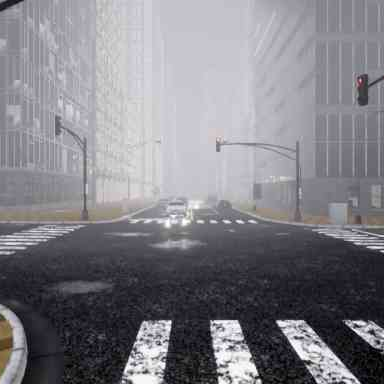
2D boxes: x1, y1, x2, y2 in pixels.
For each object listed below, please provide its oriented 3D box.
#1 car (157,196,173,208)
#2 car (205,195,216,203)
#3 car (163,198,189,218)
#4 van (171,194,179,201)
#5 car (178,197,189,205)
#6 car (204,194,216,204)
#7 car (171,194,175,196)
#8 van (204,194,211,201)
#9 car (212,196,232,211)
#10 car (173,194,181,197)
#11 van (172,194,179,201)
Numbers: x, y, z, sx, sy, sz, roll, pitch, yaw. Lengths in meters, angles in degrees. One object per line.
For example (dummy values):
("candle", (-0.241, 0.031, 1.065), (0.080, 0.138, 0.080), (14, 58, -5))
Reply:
("car", (-4.018, 1.593, 47.305), (1.802, 1.307, 4.206), (0, 0, 0))
("car", (3.772, 1.432, 69.448), (1.967, 1.590, 4.097), (0, 0, 0))
("car", (-1.430, 1.543, 30.677), (1.812, 1.442, 4.674), (0, 0, -2))
("van", (-4.153, 1.321, 80.471), (1.690, 1.788, 3.998), (0, 0, 0))
("car", (-1.564, 1.601, 62.034), (1.895, 1.301, 4.718), (0, 0, 0))
("car", (3.795, 1.313, 63.920), (2.192, 1.841, 5.009), (0, 0, 0))
("car", (-4.085, 1.564, 63.888), (1.947, 1.339, 4.313), (0, 0, 0))
("van", (3.727, 1.321, 80.503), (1.690, 1.788, 3.998), (0, 0, 0))
("car", (3.934, 1.579, 41.811), (1.947, 1.339, 4.313), (0, 0, 0))
("car", (-1.561, 1.512, 51.690), (1.837, 1.490, 4.892), (0, 0, 0))
("van", (-4.175, 1.315, 85.998), (1.690, 1.788, 3.998), (0, 0, 0))
